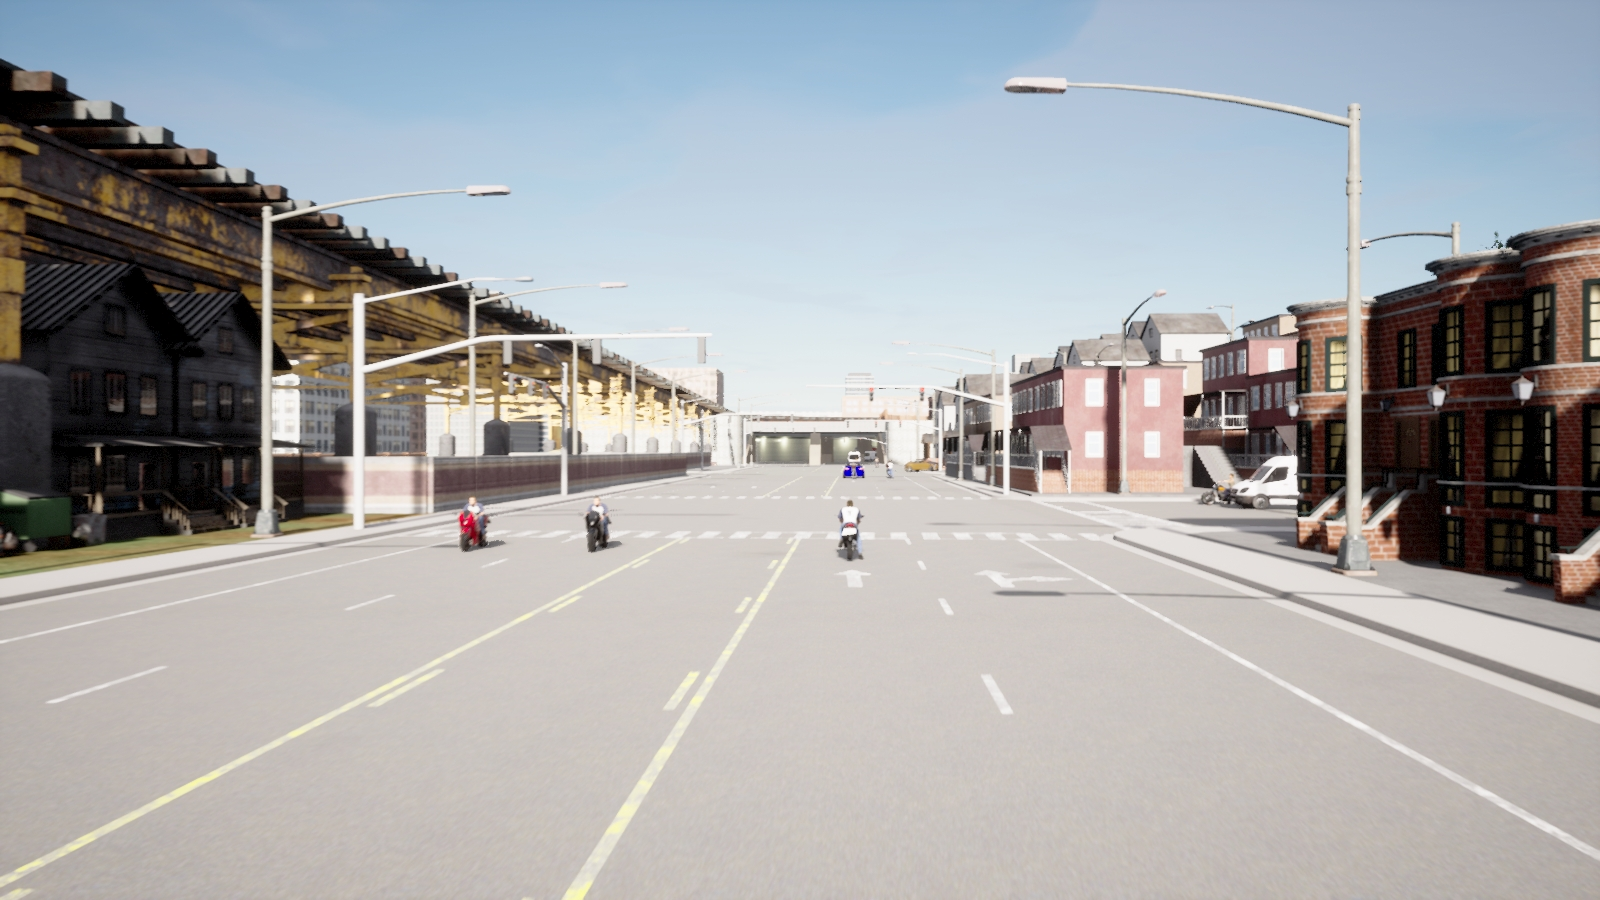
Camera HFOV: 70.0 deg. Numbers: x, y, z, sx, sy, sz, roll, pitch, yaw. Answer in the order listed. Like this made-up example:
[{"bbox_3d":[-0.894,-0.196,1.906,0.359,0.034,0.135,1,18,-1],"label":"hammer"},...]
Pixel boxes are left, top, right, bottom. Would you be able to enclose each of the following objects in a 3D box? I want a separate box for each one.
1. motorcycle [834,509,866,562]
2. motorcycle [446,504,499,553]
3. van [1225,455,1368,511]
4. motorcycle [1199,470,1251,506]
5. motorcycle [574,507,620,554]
[{"bbox_3d":[1.290,2.176,29.479,0.803,1.224,2.033,0,0,3],"label":"motorcycle"},{"bbox_3d":[-9.107,2.173,31.864,0.803,1.224,2.033,0,0,3],"label":"motorcycle"},{"bbox_3d":[23.595,1.545,54.436,5.915,2.561,1.988,0,0,3],"label":"van"},{"bbox_3d":[21.576,1.917,58.040,2.356,1.802,0.764,0,0,3],"label":"motorcycle"},{"bbox_3d":[-5.612,2.213,31.677,0.803,1.145,2.033,0,0,3],"label":"motorcycle"}]
